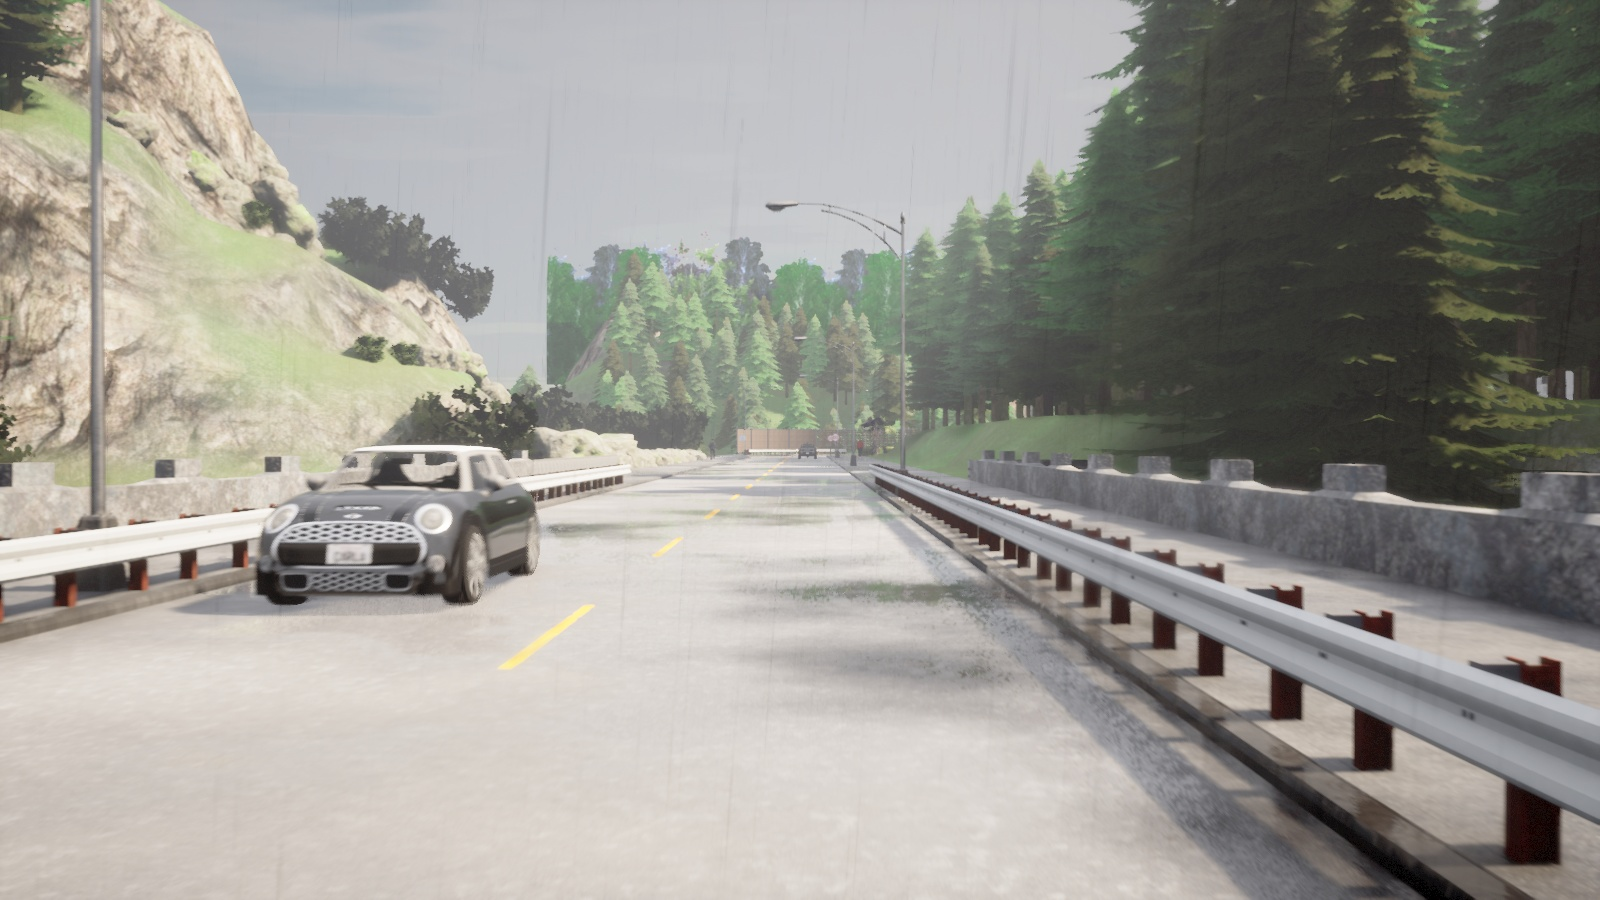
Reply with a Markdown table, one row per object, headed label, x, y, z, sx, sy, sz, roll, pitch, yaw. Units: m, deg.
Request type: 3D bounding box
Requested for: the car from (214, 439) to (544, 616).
| label | x | y | z | sx | sy | sz | roll | pitch | yaw |
| --- | --- | --- | --- | --- | --- | --- | --- | --- | --- |
| car | -3.911 | 0.639 | 12.422 | 1.970 | 1.475 | 3.806 | 0 | 0 | 0 |
